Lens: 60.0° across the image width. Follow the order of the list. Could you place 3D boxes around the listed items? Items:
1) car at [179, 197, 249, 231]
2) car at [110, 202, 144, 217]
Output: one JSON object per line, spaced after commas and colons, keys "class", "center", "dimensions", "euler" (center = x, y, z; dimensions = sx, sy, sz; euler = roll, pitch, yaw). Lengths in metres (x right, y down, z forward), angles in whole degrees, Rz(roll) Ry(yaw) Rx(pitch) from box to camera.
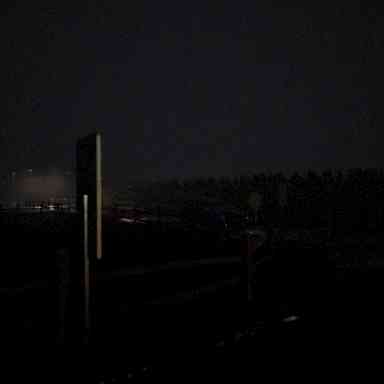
{"class": "car", "center": [1.310, 1.450, 22.227], "dimensions": [2.150, 2.045, 5.566], "euler": [0, 2, -35]}
{"class": "car", "center": [-6.513, 1.727, 33.216], "dimensions": [1.882, 1.535, 5.008], "euler": [0, 0, -35]}
